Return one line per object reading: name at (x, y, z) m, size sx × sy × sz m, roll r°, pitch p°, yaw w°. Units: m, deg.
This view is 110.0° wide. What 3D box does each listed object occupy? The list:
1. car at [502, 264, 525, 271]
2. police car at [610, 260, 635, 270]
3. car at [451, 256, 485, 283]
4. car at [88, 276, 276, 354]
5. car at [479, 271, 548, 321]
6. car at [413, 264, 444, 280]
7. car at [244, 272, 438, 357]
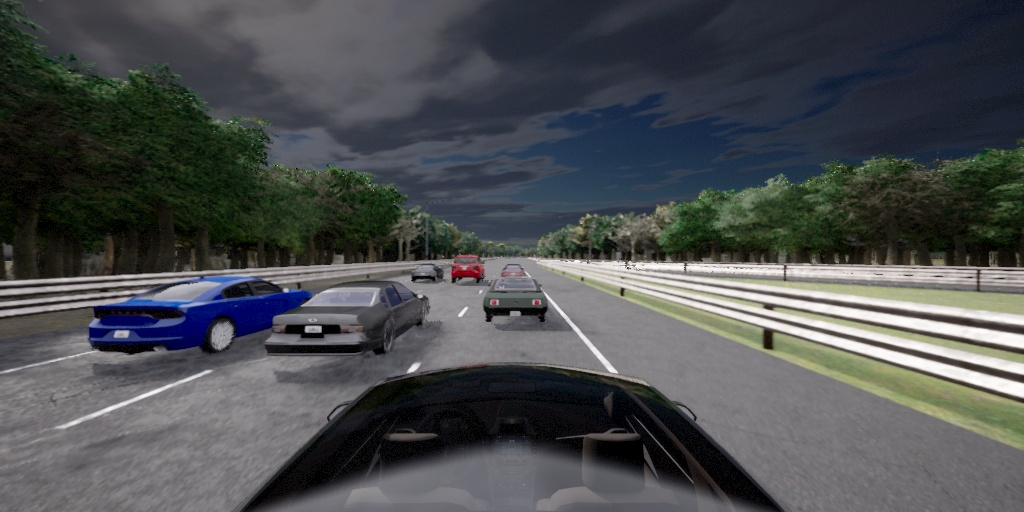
car at (0.106, 1.339, 29.644) m, size 1.994 × 1.385 × 4.181 m, roll 0°, pitch 0°, yaw 0°
police car at (17.852, 1.467, 58.405) m, size 2.038 × 1.542 × 4.974 m, roll 0°, pitch 0°, yaw -17°
car at (-3.393, 0.994, 28.287) m, size 2.150 × 2.045 × 5.566 m, roll 0°, pitch 0°, yaw 0°
car at (-6.896, 1.230, 8.813) m, size 1.882 × 1.535 × 5.008 m, roll 0°, pitch 0°, yaw 0°
car at (0.103, 1.355, 12.423) m, size 1.895 × 1.301 × 4.718 m, roll 0°, pitch 0°, yaw 0°
car at (-6.894, 1.339, 29.685) m, size 1.994 × 1.385 × 4.181 m, roll 0°, pitch 0°, yaw 0°
car at (-3.403, 1.299, 8.628) m, size 2.033 × 1.411 × 5.357 m, roll 0°, pitch 0°, yaw 0°
